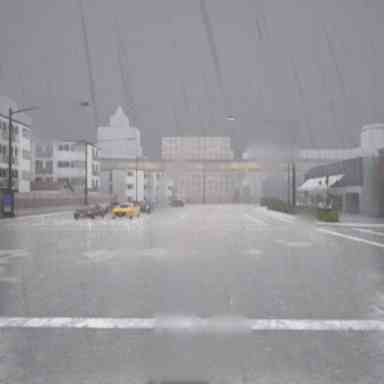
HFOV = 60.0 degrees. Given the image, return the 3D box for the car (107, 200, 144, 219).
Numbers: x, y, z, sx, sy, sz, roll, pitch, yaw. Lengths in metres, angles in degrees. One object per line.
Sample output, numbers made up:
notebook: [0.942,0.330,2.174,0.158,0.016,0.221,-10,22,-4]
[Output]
car: [-6.462,1.828,32.970,1.882,1.535,5.008,0,-1,3]

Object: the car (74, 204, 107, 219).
car: [-9.978,1.873,32.743,1.812,1.442,4.674,0,-1,3]

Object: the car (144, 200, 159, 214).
car: [-5.954,1.819,41.940,2.097,1.767,4.553,0,-1,4]

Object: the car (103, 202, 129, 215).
car: [-9.507,1.991,41.832,1.812,1.442,4.674,0,-1,5]

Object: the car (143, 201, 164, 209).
car: [-6.984,2.313,60.880,1.895,1.301,4.718,0,-1,19]

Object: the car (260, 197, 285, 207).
car: [16.620,2.040,68.697,5.566,2.045,2.150,0,-1,-29]

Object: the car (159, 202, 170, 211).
car: [-5.164,2.196,51.846,1.895,1.301,4.718,0,-1,7]

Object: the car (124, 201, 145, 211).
car: [-8.763,2.087,50.835,1.837,1.490,4.892,0,-1,6]

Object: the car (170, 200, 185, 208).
car: [-2.903,2.229,61.796,1.837,1.490,4.892,0,-1,22]
